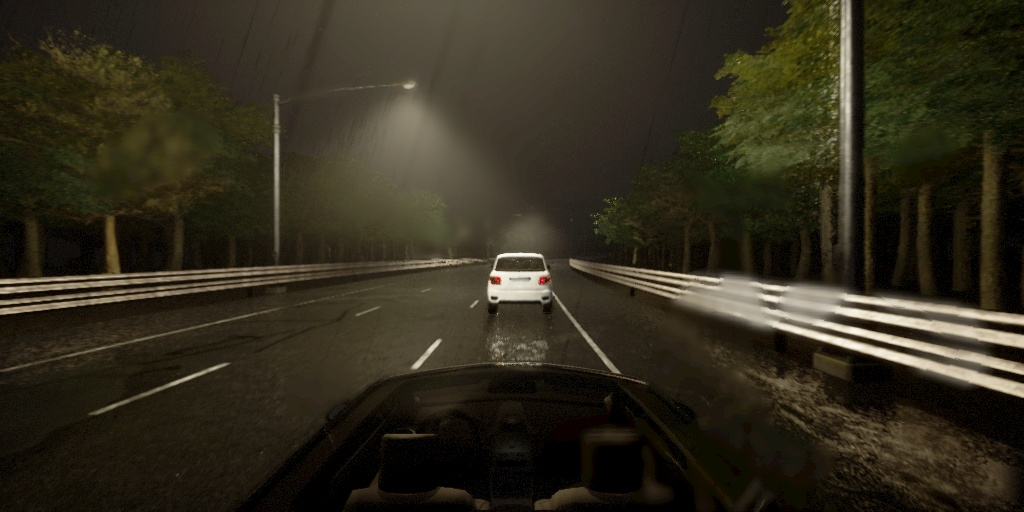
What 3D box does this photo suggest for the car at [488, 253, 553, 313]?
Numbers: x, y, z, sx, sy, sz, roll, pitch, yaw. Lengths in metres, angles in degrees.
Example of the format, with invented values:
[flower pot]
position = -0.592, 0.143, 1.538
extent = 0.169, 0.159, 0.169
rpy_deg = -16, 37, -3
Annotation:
[car]
position = 0.328, 0.926, 13.804
extent = 2.150, 2.045, 5.566
rpy_deg = 0, 0, 2
